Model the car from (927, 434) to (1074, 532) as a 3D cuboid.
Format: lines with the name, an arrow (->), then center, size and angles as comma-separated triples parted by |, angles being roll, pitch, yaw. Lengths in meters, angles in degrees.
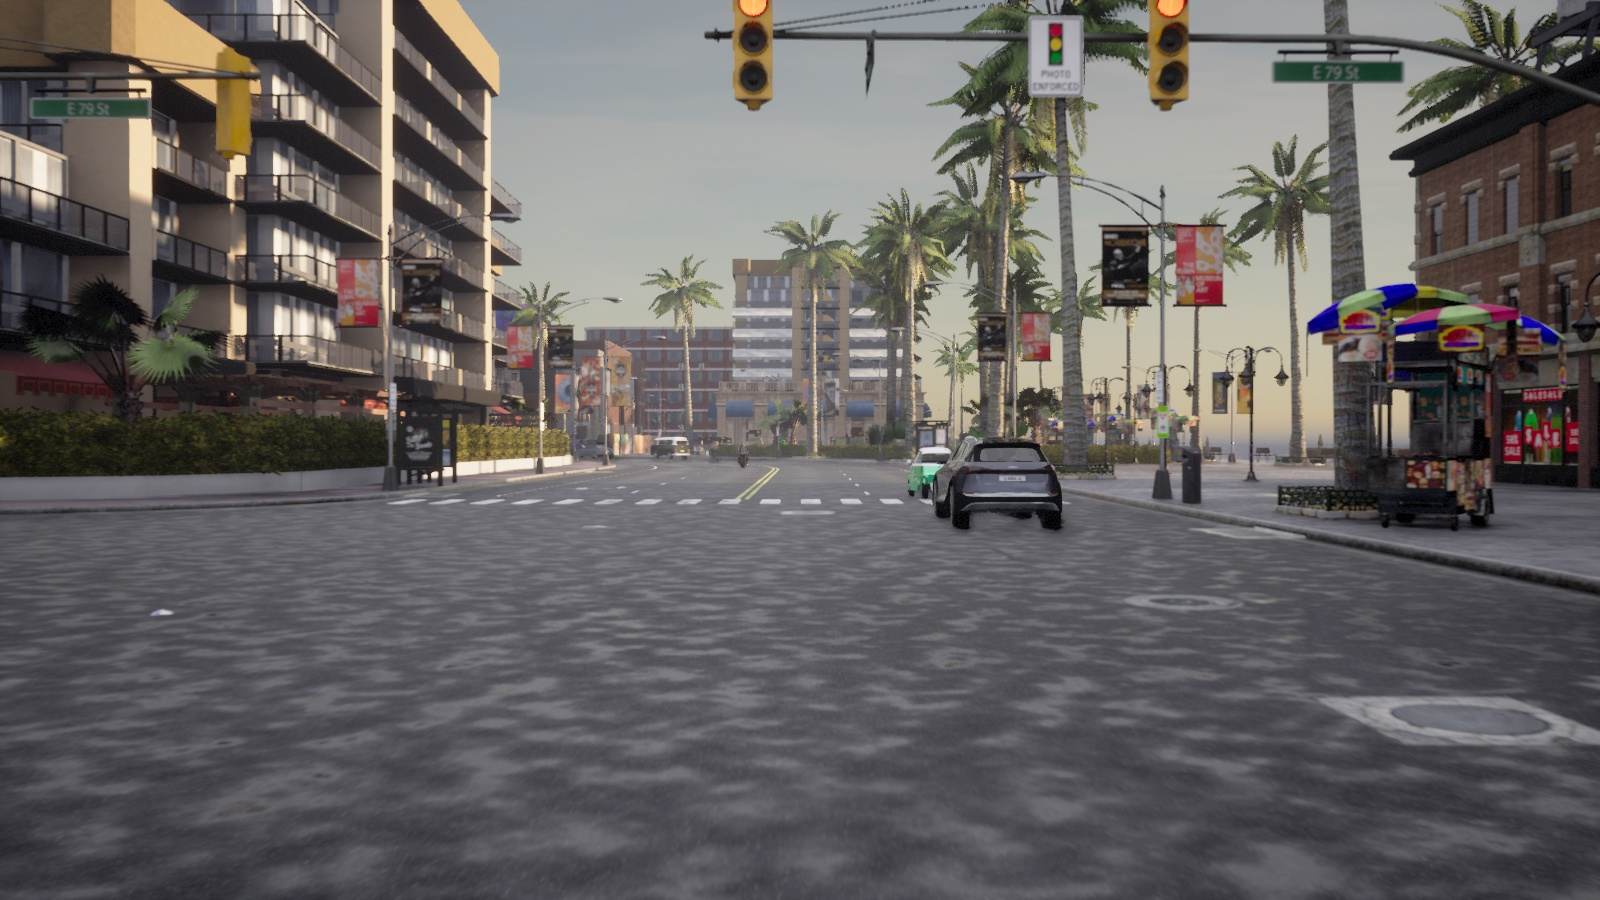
car -> 3.650, 0.546, 23.753 | 2.033, 1.649, 4.856 | 0, 0, 0

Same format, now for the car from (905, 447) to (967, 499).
car -> 3.711, 0.610, 34.502 | 1.481, 1.376, 2.207 | 0, 1, 0

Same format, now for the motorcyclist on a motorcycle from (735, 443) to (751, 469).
motorcyclist on a motorcycle -> -3.398, 0.356, 75.032 | 0.866, 1.530, 2.191 | 0, 0, -6
